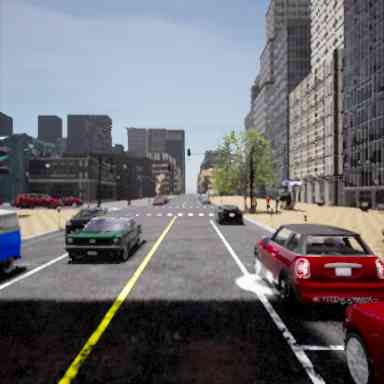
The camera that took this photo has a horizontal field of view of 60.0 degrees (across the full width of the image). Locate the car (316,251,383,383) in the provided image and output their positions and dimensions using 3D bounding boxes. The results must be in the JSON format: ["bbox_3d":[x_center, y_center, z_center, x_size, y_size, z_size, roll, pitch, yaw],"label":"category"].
[{"bbox_3d":[2.694,1.546,2.322,1.887,1.381,4.507,0,0,0],"label":"car"}]

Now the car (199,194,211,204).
[{"bbox_3d":[2.692,1.559,62.678,1.752,1.417,4.829,0,0,0],"label":"car"}]

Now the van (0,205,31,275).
[{"bbox_3d":[-5.685,1.345,7.861,1.690,1.788,3.998,0,0,0],"label":"van"}]

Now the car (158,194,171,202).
[{"bbox_3d":[-5.687,1.349,62.505,2.192,1.841,5.009,0,0,0],"label":"car"}]

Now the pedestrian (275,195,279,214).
[{"bbox_3d":[8.135,1.184,32.051,0.375,1.860,0.375,0,0,0],"label":"pedestrian"}]

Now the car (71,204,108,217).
[{"bbox_3d":[-5.687,1.576,18.939,1.947,1.339,4.313,0,0,0],"label":"car"}]

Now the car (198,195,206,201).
[{"bbox_3d":[2.691,1.616,90.263,1.947,1.339,4.313,0,0,0],"label":"car"}]

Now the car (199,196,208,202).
[{"bbox_3d":[2.691,1.595,79.161,2.008,1.369,4.403,0,0,0],"label":"car"}]

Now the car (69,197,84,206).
[{"bbox_3d":[-17.270,1.395,45.957,4.507,1.381,1.887,1,-1,-1],"label":"car"}]

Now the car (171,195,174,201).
[{"bbox_3d":[-5.689,1.591,73.608,2.008,1.369,4.403,0,0,0],"label":"car"}]

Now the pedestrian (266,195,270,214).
[{"bbox_3d":[7.135,1.167,31.451,0.375,1.860,0.375,0,0,0],"label":"pedestrian"}]

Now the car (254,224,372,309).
[{"bbox_3d":[2.694,1.444,7.861,1.967,1.590,4.097,0,0,0],"label":"car"}]

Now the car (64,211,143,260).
[{"bbox_3d":[-3.097,1.608,12.568,1.895,1.301,4.718,0,0,0],"label":"car"}]

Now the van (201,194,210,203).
[{"bbox_3d":[2.693,1.378,68.060,1.690,1.788,3.998,0,0,0],"label":"van"}]

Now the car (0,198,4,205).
[{"bbox_3d":[-28.361,1.153,45.803,4.097,1.590,1.967,1,-1,-1],"label":"car"}]

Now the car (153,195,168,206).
[{"bbox_3d":[-5.688,1.613,56.954,1.802,1.307,4.206,0,0,0],"label":"car"}]

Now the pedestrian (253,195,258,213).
[{"bbox_3d":[6.135,1.159,32.651,0.375,1.860,0.375,0,0,0],"label":"pedestrian"}]

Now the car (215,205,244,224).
[{"bbox_3d":[2.693,1.579,24.479,1.947,1.339,4.313,0,0,0],"label":"car"}]

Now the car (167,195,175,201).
[{"bbox_3d":[-5.689,1.576,90.091,1.752,1.417,4.829,0,0,0],"label":"car"}]

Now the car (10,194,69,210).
[{"bbox_3d":[-17.149,1.120,37.582,5.009,1.841,2.192,1,-1,-1],"label":"car"}]
